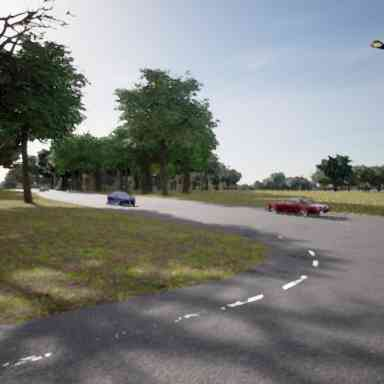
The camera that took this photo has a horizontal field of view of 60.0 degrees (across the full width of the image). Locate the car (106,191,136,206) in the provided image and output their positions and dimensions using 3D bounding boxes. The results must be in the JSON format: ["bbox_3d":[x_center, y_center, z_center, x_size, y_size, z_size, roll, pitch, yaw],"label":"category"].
[{"bbox_3d":[-7.958,0.703,37.013,1.882,1.535,5.008,-1,2,-35],"label":"car"}]

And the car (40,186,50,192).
[{"bbox_3d":[-38.095,-0.760,86.160,1.837,1.490,4.892,-1,2,-33],"label":"car"}]

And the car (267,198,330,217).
[{"bbox_3d":[8.219,1.152,26.122,1.895,1.301,4.718,-1,2,-35],"label":"car"}]

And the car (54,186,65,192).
[{"bbox_3d":[-35.126,-0.831,88.069,1.837,1.490,4.892,-1,2,-35],"label":"car"}]
